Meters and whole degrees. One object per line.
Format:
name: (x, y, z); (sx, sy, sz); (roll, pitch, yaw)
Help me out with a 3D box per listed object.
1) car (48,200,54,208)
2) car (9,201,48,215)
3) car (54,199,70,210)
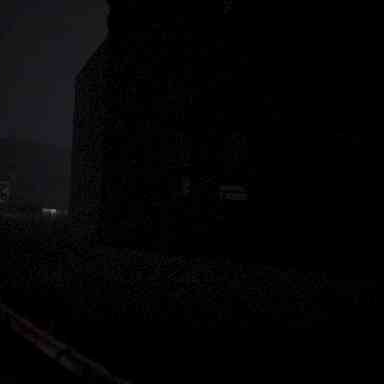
car: (-21.807, 1.941, 53.723); (1.812, 1.442, 4.674); (4, -1, 11)
car: (-19.803, 1.839, 39.855); (1.882, 1.535, 5.008); (4, -1, 3)
car: (-18.625, 2.136, 51.764); (2.128, 1.511, 4.902); (4, -1, 11)
